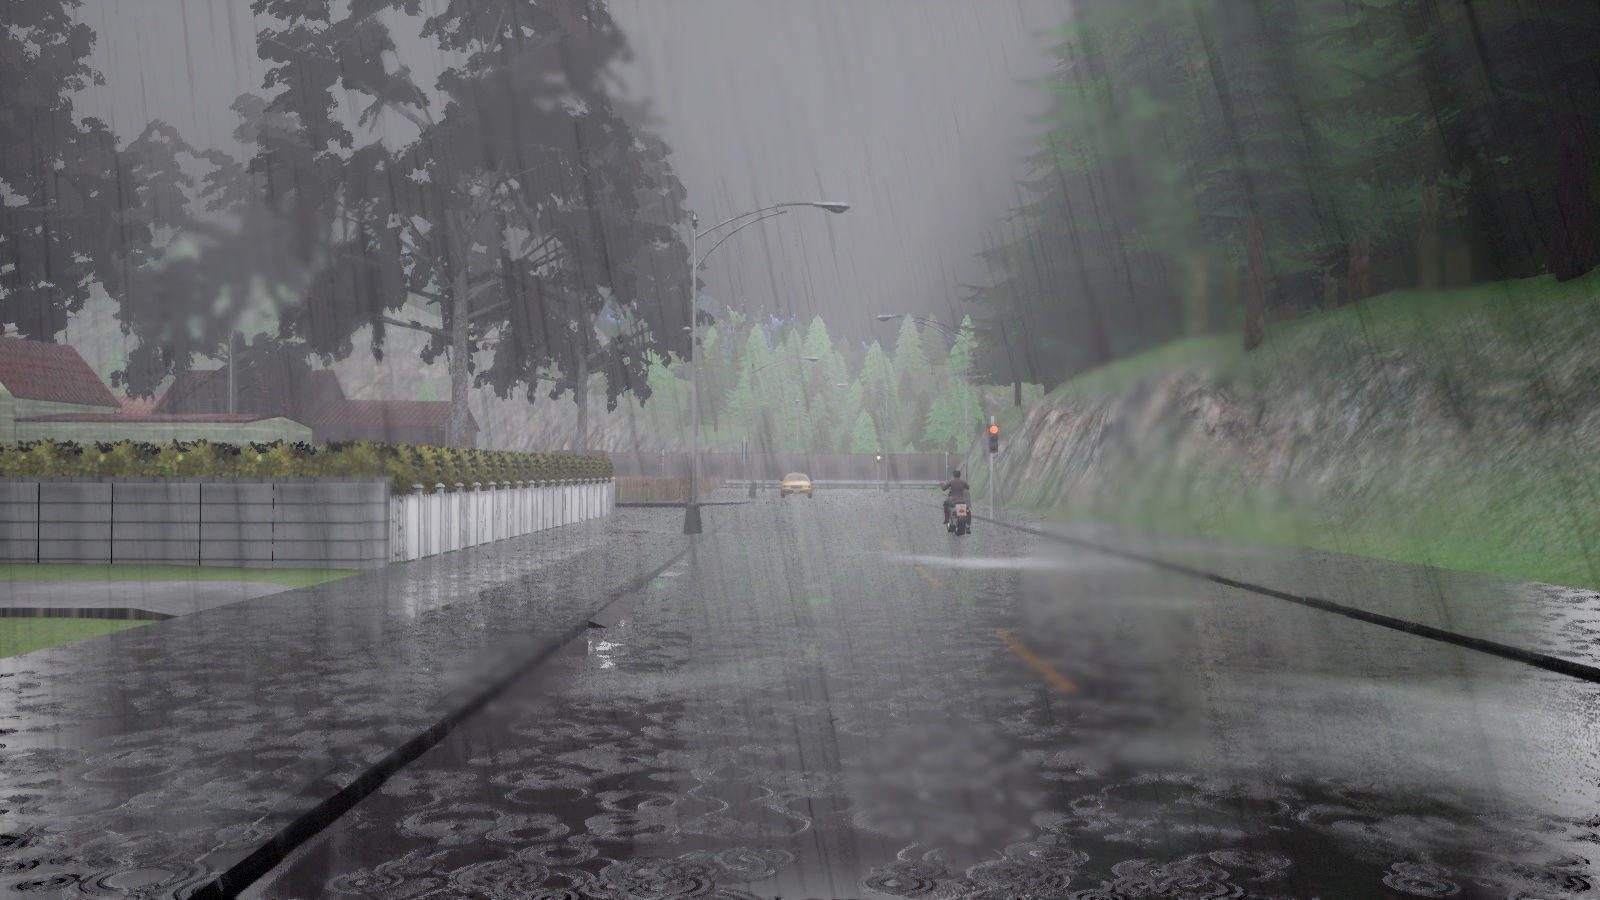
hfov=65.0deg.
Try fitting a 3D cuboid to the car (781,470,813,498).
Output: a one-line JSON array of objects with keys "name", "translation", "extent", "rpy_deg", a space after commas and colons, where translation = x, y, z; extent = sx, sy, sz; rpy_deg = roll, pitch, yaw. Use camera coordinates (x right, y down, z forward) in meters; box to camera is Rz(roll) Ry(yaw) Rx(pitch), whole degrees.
[{"name": "car", "translation": [-0.184, 1.989, 73.693], "extent": [1.801, 1.575, 5.366], "rpy_deg": [0, -1, 0]}]

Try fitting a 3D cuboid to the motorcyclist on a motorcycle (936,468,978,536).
[{"name": "motorcyclist on a motorcycle", "translation": [3.921, 1.277, 31.522], "extent": [0.766, 1.649, 2.350], "rpy_deg": [0, -1, 0]}]
